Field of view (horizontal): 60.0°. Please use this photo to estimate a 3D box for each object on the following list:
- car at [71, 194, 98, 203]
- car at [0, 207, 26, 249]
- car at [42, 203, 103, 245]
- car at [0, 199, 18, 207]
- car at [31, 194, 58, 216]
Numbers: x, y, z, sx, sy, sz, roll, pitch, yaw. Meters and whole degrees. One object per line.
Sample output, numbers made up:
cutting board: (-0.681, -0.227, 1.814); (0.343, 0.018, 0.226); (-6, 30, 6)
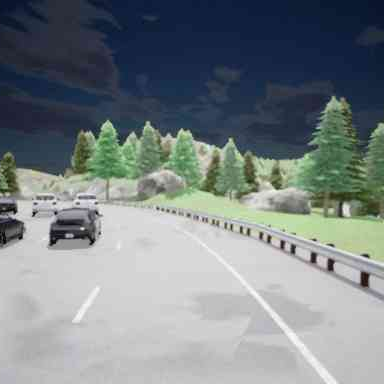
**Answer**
car: (-10.411, 1.166, 32.204); (2.150, 2.045, 5.566); (0, 0, -23)
car: (-8.631, 1.552, 14.178); (1.994, 1.385, 4.181); (0, 0, -11)
car: (-5.330, 1.479, 15.545); (1.837, 1.490, 4.892); (0, 0, -11)
car: (-18.958, 1.444, 34.015); (1.882, 1.535, 5.008); (0, 0, -26)
car: (-14.132, 1.179, 32.004); (2.150, 2.045, 5.566); (0, 0, -24)
